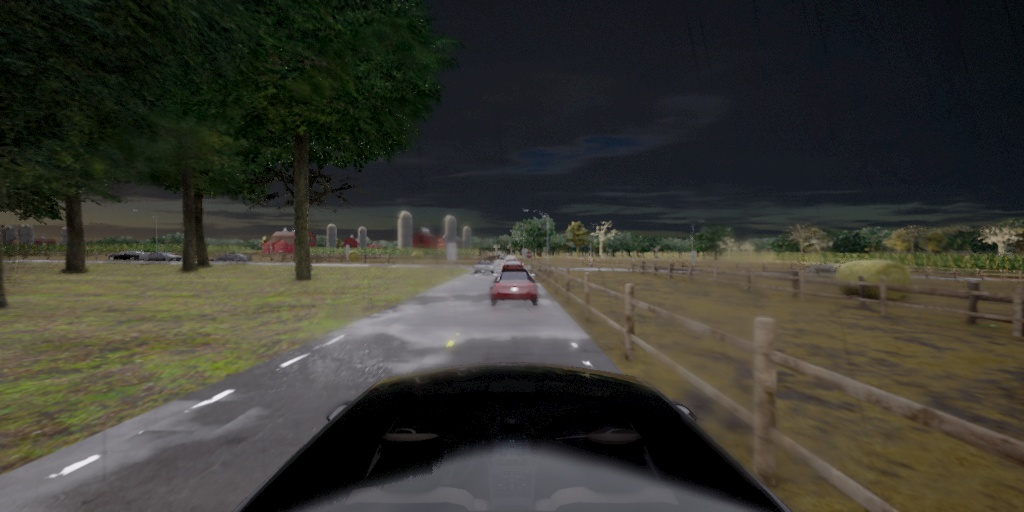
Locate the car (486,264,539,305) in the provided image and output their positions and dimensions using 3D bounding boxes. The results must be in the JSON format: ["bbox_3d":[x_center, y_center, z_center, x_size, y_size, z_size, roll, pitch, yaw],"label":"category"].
[{"bbox_3d":[0.097,1.238,15.692,1.994,1.385,4.181,0,0,0],"label":"car"}]

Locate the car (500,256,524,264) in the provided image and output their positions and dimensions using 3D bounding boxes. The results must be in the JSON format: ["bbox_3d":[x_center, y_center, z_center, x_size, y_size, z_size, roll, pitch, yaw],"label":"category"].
[{"bbox_3d":[0.092,1.049,31.902,1.882,1.535,5.008,0,0,0],"label":"car"}]

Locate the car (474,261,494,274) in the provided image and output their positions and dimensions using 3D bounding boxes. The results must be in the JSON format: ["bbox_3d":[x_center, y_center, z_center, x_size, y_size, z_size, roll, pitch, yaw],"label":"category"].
[{"bbox_3d":[-2.796,1.138,36.954,1.895,1.301,4.718,0,0,1],"label":"car"}]
